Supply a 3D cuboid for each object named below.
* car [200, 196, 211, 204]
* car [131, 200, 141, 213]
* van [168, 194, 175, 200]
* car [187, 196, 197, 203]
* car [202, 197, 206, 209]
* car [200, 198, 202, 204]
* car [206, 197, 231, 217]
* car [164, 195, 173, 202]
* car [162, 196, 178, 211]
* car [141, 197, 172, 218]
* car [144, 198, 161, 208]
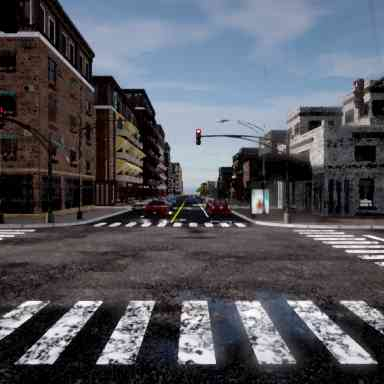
[{"bbox_3d":[2.563,1.591,66.030,2.008,1.369,4.403,-1,0,0],"label":"car"},{"bbox_3d":[-5.765,1.561,37.518,2.008,1.369,4.403,0,0,0],"label":"car"},{"bbox_3d":[-5.873,1.430,94.485,1.690,1.788,3.998,-1,0,0],"label":"van"},{"bbox_3d":[-0.041,1.593,70.303,2.033,1.411,5.357,0,0,0],"label":"car"},{"bbox_3d":[2.605,1.597,43.243,1.802,1.307,4.206,0,0,0],"label":"car"},{"bbox_3d":[2.594,1.571,48.940,2.008,1.369,4.403,0,0,0],"label":"car"},{"bbox_3d":[2.625,1.446,31.849,1.967,1.590,4.097,0,0,0],"label":"car"},{"bbox_3d":[-5.850,1.592,82.921,1.752,1.417,4.829,-1,0,0],"label":"car"},{"bbox_3d":[-3.170,1.560,40.965,2.033,1.411,5.357,0,0,0],"label":"car"},{"bbox_3d":[-3.154,1.483,30.634,1.882,1.535,5.008,0,0,0],"label":"car"},{"bbox_3d":[-5.786,1.571,48.912,2.008,1.369,4.403,0,0,0],"label":"car"}]
